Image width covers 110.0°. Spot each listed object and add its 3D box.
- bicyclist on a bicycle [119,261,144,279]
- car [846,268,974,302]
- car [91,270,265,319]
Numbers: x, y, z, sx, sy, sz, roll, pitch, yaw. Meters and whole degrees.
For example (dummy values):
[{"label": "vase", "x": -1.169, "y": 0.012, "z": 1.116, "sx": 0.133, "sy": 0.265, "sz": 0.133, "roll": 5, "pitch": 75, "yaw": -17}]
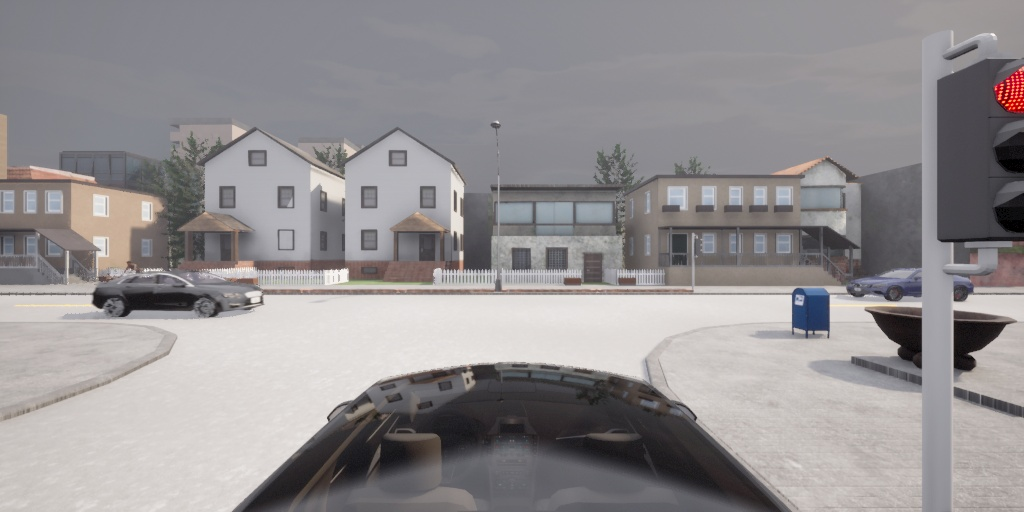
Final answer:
[{"label": "bicyclist on a bicycle", "x": -21.875, "y": 1.099, "z": 20.647, "sx": 0.582, "sy": 1.620, "sz": 1.656, "roll": 0, "pitch": 0, "yaw": 0}, {"label": "car", "x": 18.185, "y": 1.276, "z": 16.451, "sx": 4.674, "sy": 1.442, "sz": 1.812, "roll": 0, "pitch": 0, "yaw": 0}, {"label": "car", "x": -11.222, "y": 1.241, "z": 12.255, "sx": 4.902, "sy": 1.511, "sz": 2.128, "roll": 0, "pitch": 0, "yaw": 0}]
